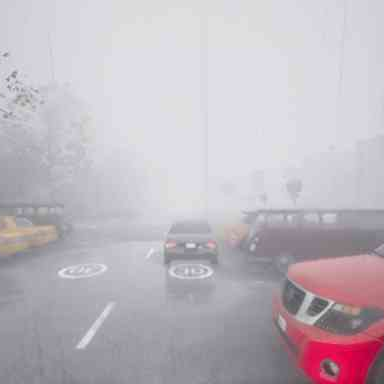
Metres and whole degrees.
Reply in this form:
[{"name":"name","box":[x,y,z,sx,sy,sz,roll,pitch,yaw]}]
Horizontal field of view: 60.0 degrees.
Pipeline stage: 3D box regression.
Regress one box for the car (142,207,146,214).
[{"name":"car","box":[-8.443,2.408,40.858,4.553,1.767,2.185,0,-2,0]}]

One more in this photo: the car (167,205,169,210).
[{"name":"car","box":[-8.197,3.740,71.714,5.008,1.535,2.097,0,-2,0]}]

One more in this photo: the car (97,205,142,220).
[{"name":"car","box":[-8.393,2.452,37.683,4.674,1.452,2.002,0,-2,0]}]

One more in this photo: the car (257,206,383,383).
[{"name":"car","box":[3.877,1.267,4.132,5.566,2.045,2.435,0,-1,0]}]

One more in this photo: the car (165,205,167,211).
[{"name":"car","box":[-8.209,3.613,68.443,4.892,1.521,2.231,0,-2,0]}]

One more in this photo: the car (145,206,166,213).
[{"name":"car","box":[-8.167,3.903,74.858,4.674,1.452,2.002,0,-2,0]}]

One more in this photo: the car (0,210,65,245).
[{"name":"car","box":[-8.570,1.678,14.108,5.366,1.575,1.946,0,-1,0]}]

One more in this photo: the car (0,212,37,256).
[{"name":"car","box":[-8.567,1.626,11.447,5.366,1.575,1.946,0,-1,0]}]

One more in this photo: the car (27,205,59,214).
[{"name":"car","box":[-23.446,2.757,52.579,4.181,1.385,1.994,1,0,0]}]

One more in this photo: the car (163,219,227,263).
[{"name":"car","box":[-0.029,1.719,12.586,2.033,1.411,5.357,0,-1,0]}]

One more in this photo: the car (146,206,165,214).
[{"name":"car","box":[-8.235,3.524,65.168,4.674,1.452,2.002,0,-2,0]}]

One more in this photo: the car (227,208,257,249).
[{"name":"car","box":[4.064,1.724,16.274,5.366,1.575,1.946,0,-1,0]}]

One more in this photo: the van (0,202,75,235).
[{"name":"van","box":[-8.273,1.516,16.907,4.442,1.987,1.878,0,-1,0]}]
